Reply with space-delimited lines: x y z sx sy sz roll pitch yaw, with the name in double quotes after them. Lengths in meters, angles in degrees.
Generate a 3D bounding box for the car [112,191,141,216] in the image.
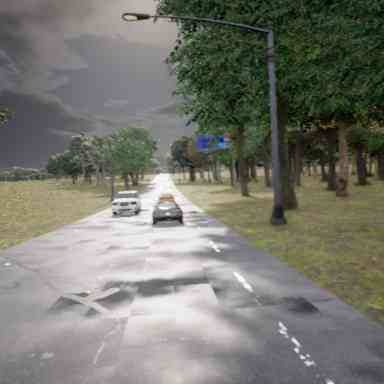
-5.888 0.936 30.465 2.150 2.045 5.566 -3 1 -4 "car"

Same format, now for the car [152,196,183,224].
-1.648 1.264 22.356 1.994 1.385 4.181 -3 1 -4 "car"

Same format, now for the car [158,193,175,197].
-2.970 0.839 39.308 1.882 1.535 5.008 -3 2 -4 "car"
